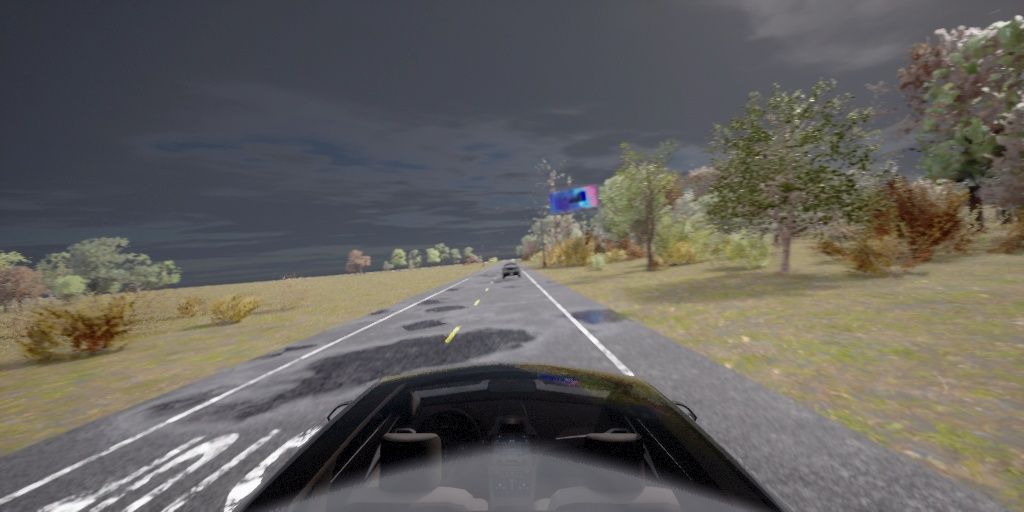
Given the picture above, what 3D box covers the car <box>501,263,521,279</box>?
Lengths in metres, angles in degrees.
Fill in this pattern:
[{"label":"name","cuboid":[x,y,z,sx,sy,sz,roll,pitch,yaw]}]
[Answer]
[{"label":"car","cuboid":[-0.069,1.513,36.867,1.837,1.490,4.892,-5,0,0]}]
